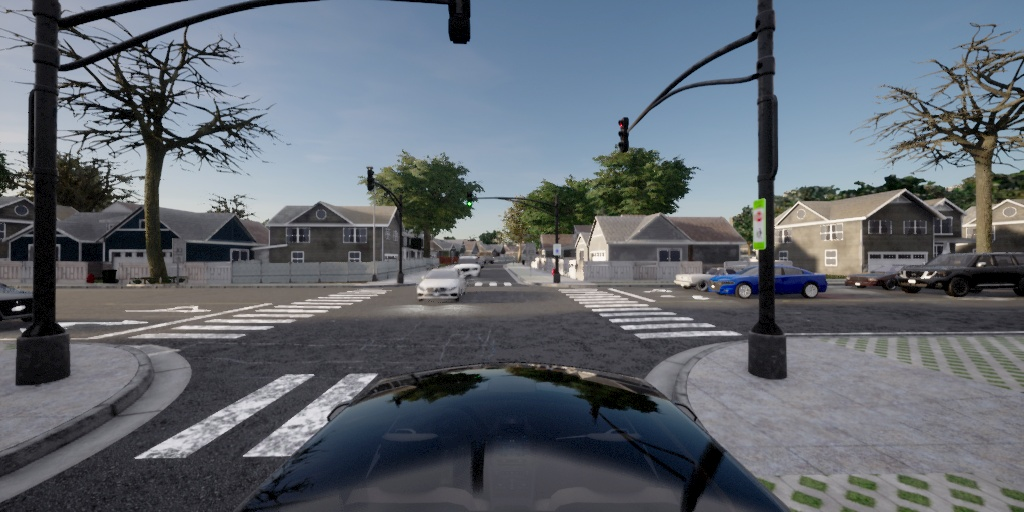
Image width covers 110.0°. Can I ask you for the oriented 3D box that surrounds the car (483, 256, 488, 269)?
[{"bbox_3d":[-5.413,1.259,57.348,2.128,1.511,4.902,0,1,-3],"label":"car"}]

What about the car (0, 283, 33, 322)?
[{"bbox_3d":[-15.233,1.226,9.570,4.181,1.385,1.994,0,0,-2],"label":"car"}]

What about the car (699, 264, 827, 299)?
[{"bbox_3d":[11.998,1.160,17.011,5.008,1.535,1.882,0,0,-2],"label":"car"}]

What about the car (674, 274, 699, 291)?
[{"bbox_3d":[11.785,1.307,20.257,4.718,1.301,1.895,0,0,-2],"label":"car"}]

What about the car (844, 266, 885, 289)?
[{"bbox_3d":[22.389,1.196,20.542,5.357,1.411,2.033,0,0,-1],"label":"car"}]

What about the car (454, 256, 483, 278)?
[{"bbox_3d":[-4.132,1.066,33.698,2.150,2.045,5.566,0,1,-3],"label":"car"}]

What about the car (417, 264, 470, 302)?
[{"bbox_3d":[-3.246,1.304,17.202,1.812,1.442,4.674,0,0,-3],"label":"car"}]

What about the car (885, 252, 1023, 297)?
[{"bbox_3d":[21.958,0.850,17.285,5.566,2.045,2.150,0,0,-1],"label":"car"}]
